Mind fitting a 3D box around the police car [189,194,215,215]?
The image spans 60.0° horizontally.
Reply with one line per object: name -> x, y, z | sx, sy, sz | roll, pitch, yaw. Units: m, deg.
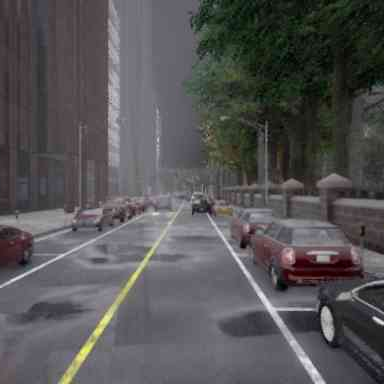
police car -> 0.901, 1.342, 32.427 | 1.930, 1.638, 5.238 | 0, 0, 0

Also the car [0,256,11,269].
car -> -3.091, 1.489, 1.220 | 2.128, 1.511, 4.902 | 0, 0, 0

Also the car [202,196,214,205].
car -> 2.764, 1.427, 58.053 | 1.947, 1.339, 4.313 | 0, 0, 0

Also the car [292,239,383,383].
car -> 2.762, 1.541, 3.488 | 2.008, 1.369, 4.403 | 0, 0, 0

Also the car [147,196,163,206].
car -> -5.761, 1.423, 52.594 | 2.008, 1.369, 4.403 | 0, 0, 0

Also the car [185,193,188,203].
car -> 0.002, 1.369, 67.170 | 1.812, 1.442, 4.674 | 0, 0, 0

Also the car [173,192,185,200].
car -> -1.625, 0.986, 78.256 | 2.097, 1.767, 4.553 | 0, 1, -38

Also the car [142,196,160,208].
car -> -5.762, 1.324, 47.137 | 1.967, 1.590, 4.097 | 0, 0, 0

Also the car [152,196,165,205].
car -> -5.761, 1.406, 58.051 | 1.887, 1.381, 4.507 | 0, 0, 0

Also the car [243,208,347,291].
car -> 2.763, 1.416, 8.944 | 1.967, 1.590, 4.097 | 0, 0, 0

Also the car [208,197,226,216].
car -> 2.763, 1.445, 30.940 | 1.752, 1.417, 4.829 | 0, 0, 0

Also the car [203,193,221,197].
car -> 2.763, 1.211, 41.683 | 2.192, 1.841, 5.009 | 0, 0, 0

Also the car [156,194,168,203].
car -> -5.761, 1.290, 63.508 | 1.967, 1.590, 4.097 | 0, 0, 0

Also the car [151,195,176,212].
car -> -3.089, 1.412, 36.864 | 1.837, 1.490, 4.892 | 0, 0, 0

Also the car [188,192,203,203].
car -> 0.902, 1.106, 48.347 | 2.150, 2.045, 5.566 | 0, 0, 0

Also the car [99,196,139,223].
car -> -5.762, 1.248, 25.309 | 2.192, 1.841, 5.009 | 0, 0, 0

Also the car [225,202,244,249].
car -> 2.763, 1.402, 14.401 | 1.967, 1.590, 4.097 | 0, 0, 0

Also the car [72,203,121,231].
car -> -5.762, 1.529, 19.853 | 1.802, 1.307, 4.206 | 0, 0, 0

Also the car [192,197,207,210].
car -> 0.901, 1.401, 42.318 | 1.837, 1.490, 4.892 | 0, 0, 0

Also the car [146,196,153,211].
car -> -5.762, 1.452, 36.223 | 1.887, 1.381, 4.507 | 0, 0, 0

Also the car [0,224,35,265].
car -> -5.763, 1.558, 8.938 | 1.802, 1.307, 4.206 | 0, 0, 0

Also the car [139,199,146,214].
car -> -5.762, 1.464, 30.766 | 1.887, 1.381, 4.507 | 0, 0, 0
